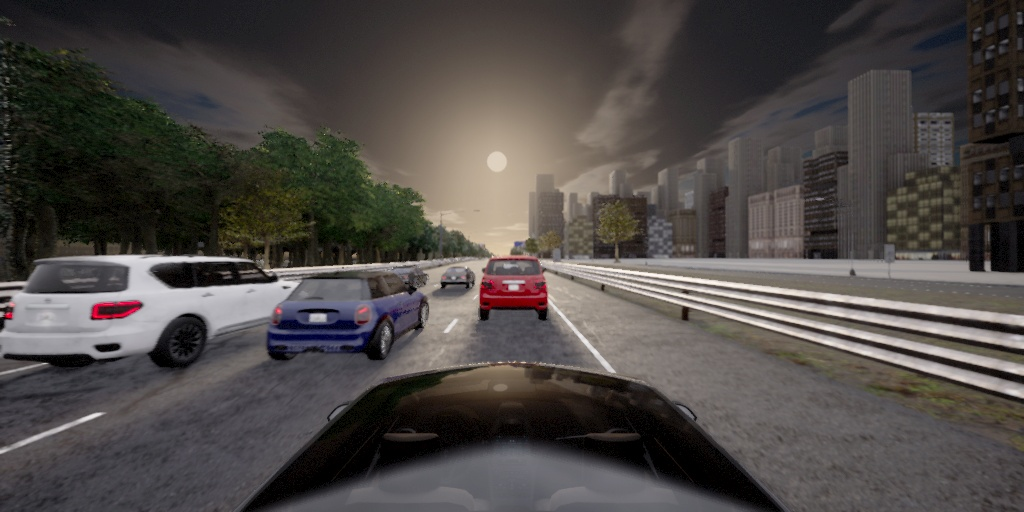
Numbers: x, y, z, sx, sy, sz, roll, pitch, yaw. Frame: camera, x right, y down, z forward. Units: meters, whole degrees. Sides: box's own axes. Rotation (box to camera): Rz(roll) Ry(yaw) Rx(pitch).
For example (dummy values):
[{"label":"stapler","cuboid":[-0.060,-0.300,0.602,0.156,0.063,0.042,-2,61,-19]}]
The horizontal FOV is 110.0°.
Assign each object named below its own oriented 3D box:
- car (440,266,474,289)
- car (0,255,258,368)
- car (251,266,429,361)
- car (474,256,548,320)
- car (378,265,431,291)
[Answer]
[{"label":"car","cuboid":[-3.565,1.391,24.327,2.033,1.411,5.357,0,0,0]},{"label":"car","cuboid":[-6.957,1.001,8.055,2.150,2.045,5.566,0,0,0]},{"label":"car","cuboid":[-3.459,1.130,8.532,2.097,1.767,4.553,0,0,0]},{"label":"car","cuboid":[0.047,1.017,13.041,2.150,2.045,5.566,0,0,0]},{"label":"car","cuboid":[-7.063,1.392,24.283,2.033,1.411,5.357,0,0,0]}]
